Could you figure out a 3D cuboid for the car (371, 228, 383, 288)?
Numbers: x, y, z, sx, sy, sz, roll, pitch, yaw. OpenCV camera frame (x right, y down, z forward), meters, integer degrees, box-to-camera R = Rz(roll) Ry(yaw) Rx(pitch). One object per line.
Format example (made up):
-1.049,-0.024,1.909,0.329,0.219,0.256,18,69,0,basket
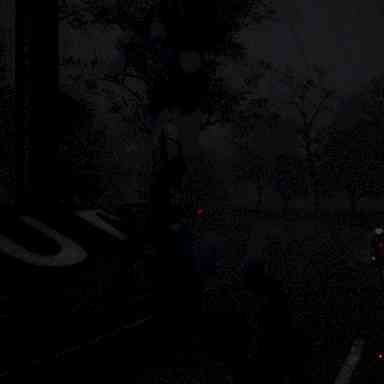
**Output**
5.869,1.373,8.410,2.097,1.767,4.553,0,0,24,car

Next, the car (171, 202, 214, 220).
-0.373,1.608,28.998,2.033,1.411,5.357,0,0,-38,car
